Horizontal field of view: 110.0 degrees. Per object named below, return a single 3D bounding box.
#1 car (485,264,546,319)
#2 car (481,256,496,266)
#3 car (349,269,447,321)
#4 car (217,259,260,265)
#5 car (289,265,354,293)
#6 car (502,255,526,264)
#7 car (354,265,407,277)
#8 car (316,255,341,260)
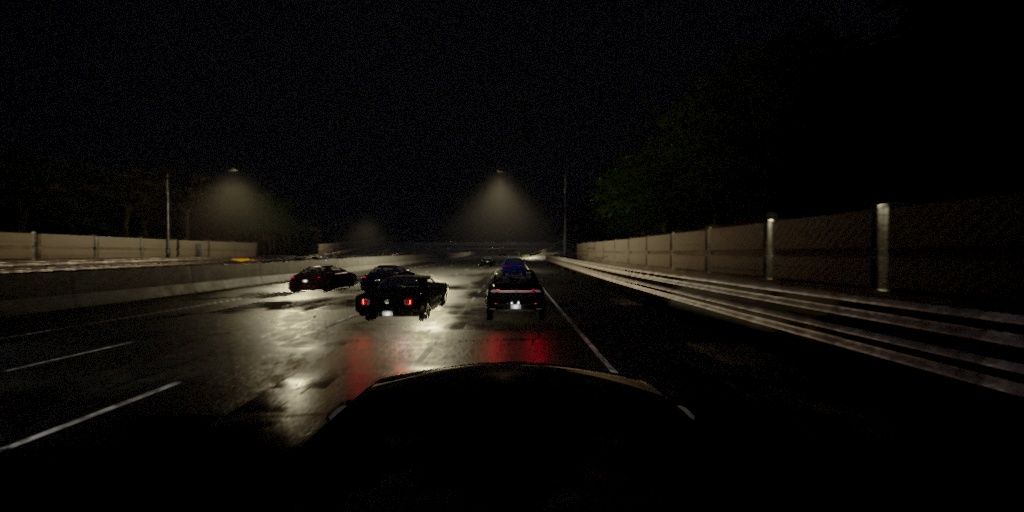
[{"bbox_3d":[0.109,1.199,12.559,2.128,1.511,4.902,0,0,0],"label":"car"},{"bbox_3d":[-3.278,0.684,50.521,1.994,1.385,4.181,0,1,1],"label":"car"},{"bbox_3d":[-3.495,1.312,12.324,1.895,1.301,4.718,0,0,0],"label":"car"},{"bbox_3d":[-21.041,0.997,27.434,1.882,1.535,5.008,0,1,0],"label":"car"},{"bbox_3d":[-10.372,1.195,19.994,1.994,1.385,4.181,0,1,0],"label":"car"},{"bbox_3d":[0.175,0.939,30.769,1.882,1.535,5.008,0,1,0],"label":"car"},{"bbox_3d":[-6.871,1.192,20.265,1.994,1.385,4.181,0,1,0],"label":"car"},{"bbox_3d":[-24.349,0.666,47.426,2.128,1.511,4.902,0,1,1],"label":"car"}]
